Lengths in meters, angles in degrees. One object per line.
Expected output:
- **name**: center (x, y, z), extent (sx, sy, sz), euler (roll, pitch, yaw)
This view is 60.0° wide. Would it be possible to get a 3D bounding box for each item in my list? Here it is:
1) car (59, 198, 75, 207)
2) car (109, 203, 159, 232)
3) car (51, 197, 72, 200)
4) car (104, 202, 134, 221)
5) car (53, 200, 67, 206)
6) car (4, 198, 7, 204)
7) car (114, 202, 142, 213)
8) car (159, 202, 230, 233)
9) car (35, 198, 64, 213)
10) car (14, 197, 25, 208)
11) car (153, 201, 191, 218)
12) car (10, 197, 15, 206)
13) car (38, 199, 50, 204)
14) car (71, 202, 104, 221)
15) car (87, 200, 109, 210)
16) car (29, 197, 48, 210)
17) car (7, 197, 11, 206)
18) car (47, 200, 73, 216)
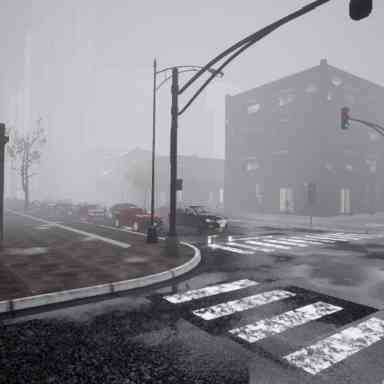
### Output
- **car**: center (-25.192, 2.114, 66.898), extent (1.967, 1.590, 4.097), euler (1, -1, -35)
- **car**: center (-3.391, 1.615, 20.855), extent (1.887, 1.381, 4.507), euler (1, -1, -35)
- **car**: center (-22.992, 2.049, 59.253), extent (2.128, 1.511, 4.902), euler (1, -1, -35)
- **car**: center (-5.679, 1.695, 28.891), extent (1.837, 1.490, 4.892), euler (1, -1, -35)
- **car**: center (-28.362, 2.306, 71.432), extent (1.802, 1.307, 4.206), euler (1, -1, -35)
- **car**: center (-38.400, 1.930, 71.172), extent (2.192, 1.841, 5.009), euler (1, -1, -35)
- **car**: center (-8.301, 1.966, 42.945), extent (2.008, 1.369, 4.403), euler (1, -1, -35)
- **car**: center (0.282, 1.593, 20.358), extent (2.128, 1.511, 4.902), euler (1, -1, -35)
- **car**: center (-18.003, 1.843, 41.810), extent (2.008, 1.369, 4.403), euler (1, -1, -35)
- **car**: center (-29.073, 2.012, 57.811), extent (1.887, 1.381, 4.507), euler (1, -1, -35)
- **car**: center (-2.097, 1.762, 34.083), extent (1.967, 1.590, 4.097), euler (1, -1, -35)
- **car**: center (-32.061, 2.081, 62.099), extent (1.947, 1.339, 4.313), euler (1, -1, -35)
- **car**: center (-37.969, 2.403, 85.176), extent (1.752, 1.417, 4.829), euler (1, -1, -35)
- **car**: center (-8.548, 1.730, 28.232), extent (1.802, 1.307, 4.206), euler (1, -1, -35)
- **car**: center (-14.781, 2.038, 52.123), extent (1.752, 1.417, 4.829), euler (1, -1, -35)
- **car**: center (-22.679, 1.891, 48.572), extent (1.752, 1.417, 4.829), euler (1, -1, -35)
- **car**: center (-35.231, 2.131, 66.634), extent (1.947, 1.339, 4.313), euler (1, -1, -35)
- **car**: center (-13.704, 1.791, 35.610), extent (1.947, 1.339, 4.313), euler (1, -1, -35)
